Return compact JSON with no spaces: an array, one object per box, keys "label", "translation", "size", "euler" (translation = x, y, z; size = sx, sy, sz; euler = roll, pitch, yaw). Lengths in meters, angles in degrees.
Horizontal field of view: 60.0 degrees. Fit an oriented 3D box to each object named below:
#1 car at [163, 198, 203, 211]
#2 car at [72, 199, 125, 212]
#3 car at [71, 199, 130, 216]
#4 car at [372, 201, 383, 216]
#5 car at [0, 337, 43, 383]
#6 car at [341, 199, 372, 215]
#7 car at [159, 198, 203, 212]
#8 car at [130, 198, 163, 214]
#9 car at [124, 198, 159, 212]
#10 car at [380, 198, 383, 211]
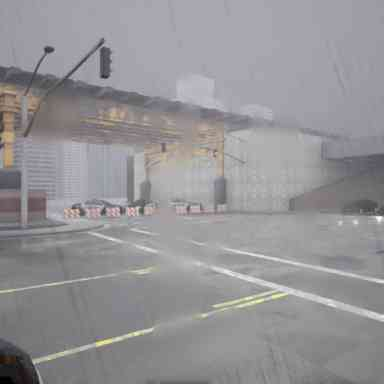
[{"label":"car","translation":[-1.360,1.295,38.571],"size":[4.536,1.218,1.853],"euler":[0,0,-7]},{"label":"car","translation":[-9.001,1.295,32.123],"size":[4.536,1.218,1.853],"euler":[0,0,8]},{"label":"car","translation":[-8.949,1.453,32.116],"size":[4.974,1.542,2.038],"euler":[0,0,8]},{"label":"car","translation":[19.839,1.547,32.000],"size":[5.357,1.411,2.033],"euler":[0,0,-37]},{"label":"car","translation":[-3.274,1.492,1.436],"size":[4.902,1.511,2.128],"euler":[0,0,-35]},{"label":"car","translation":[17.480,1.478,34.601],"size":[5.008,1.535,1.882],"euler":[0,0,-37]},{"label":"car","translation":[-1.308,1.453,38.578],"size":[4.974,1.542,2.038],"euler":[0,0,-7]},{"label":"car","translation":[-5.210,1.453,34.810],"size":[2.038,1.542,4.974],"euler":[0,0,18]},{"label":"car","translation":[-5.195,1.295,34.859],"size":[1.853,1.218,4.536],"euler":[0,0,18]},{"label":"car","translation":[25.006,1.491,40.283],"size":[4.902,1.511,2.128],"euler":[0,0,-37]}]
